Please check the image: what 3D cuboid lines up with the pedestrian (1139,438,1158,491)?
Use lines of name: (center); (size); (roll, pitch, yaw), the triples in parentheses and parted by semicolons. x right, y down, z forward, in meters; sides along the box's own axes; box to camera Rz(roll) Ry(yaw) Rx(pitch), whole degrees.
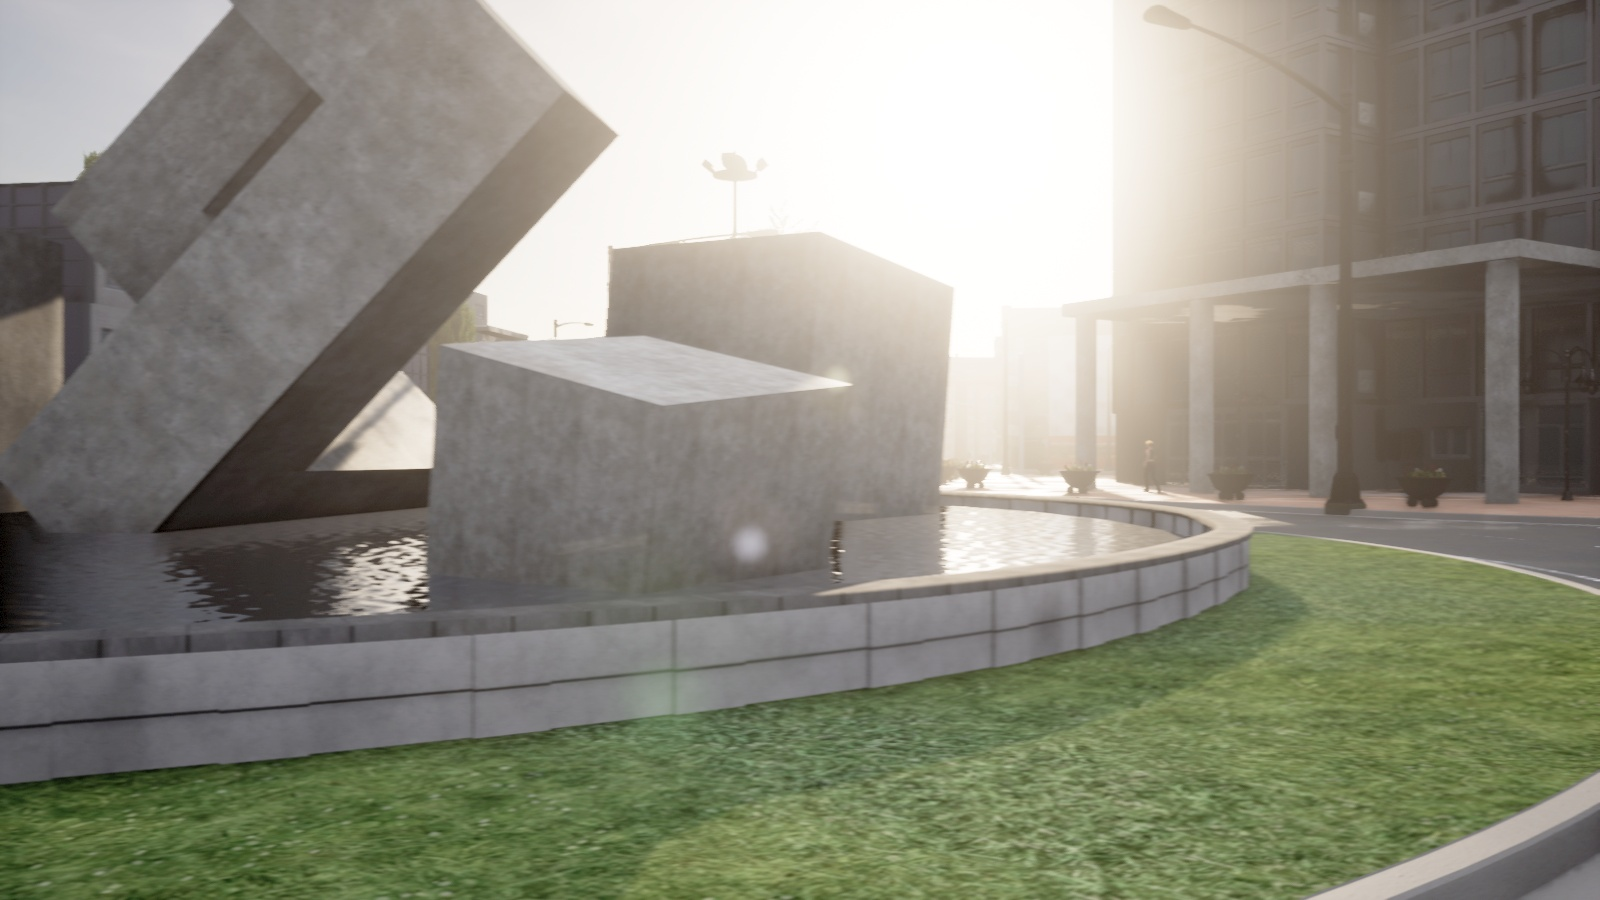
pedestrian: (12.165, 0.493, 43.878); (0.345, 1.836, 0.594); (0, 0, -25)
